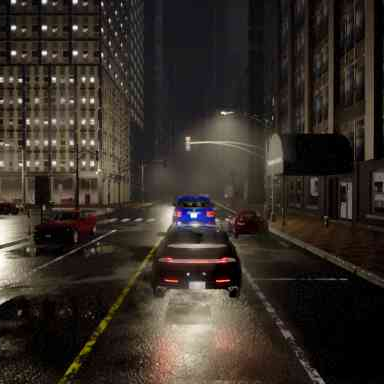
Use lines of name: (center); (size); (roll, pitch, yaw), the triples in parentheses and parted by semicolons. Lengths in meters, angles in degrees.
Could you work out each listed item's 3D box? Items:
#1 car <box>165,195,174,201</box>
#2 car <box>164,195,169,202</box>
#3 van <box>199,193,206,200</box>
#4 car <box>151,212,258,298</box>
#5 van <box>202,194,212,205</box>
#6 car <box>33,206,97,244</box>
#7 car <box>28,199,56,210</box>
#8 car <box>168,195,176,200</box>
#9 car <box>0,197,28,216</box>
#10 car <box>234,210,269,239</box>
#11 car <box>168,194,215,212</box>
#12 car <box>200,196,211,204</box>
car: (-5.676, 1.538, 83.481); (1.947, 1.339, 4.313); (0, 0, 0)
car: (-5.677, 1.521, 77.784); (1.887, 1.381, 4.507); (0, 0, 0)
van: (2.705, 1.309, 89.175); (1.690, 1.788, 3.998); (0, 0, 0)
car: (0.101, 1.490, 8.498); (2.128, 1.511, 4.902); (0, 0, 0)
van: (2.698, 1.326, 60.691); (1.690, 1.788, 3.998); (0, 0, 0)
car: (-5.822, 1.542, 15.724); (1.887, 1.381, 4.507); (0, 0, 0)
car: (-18.514, 1.497, 39.448); (4.403, 1.369, 2.008); (0, 0, 1)
car: (-5.673, 1.529, 94.874); (1.947, 1.339, 4.313); (0, 0, 0)
car: (-18.602, 1.306, 31.066); (5.009, 1.841, 2.192); (0, 0, 1)
car: (2.818, 1.579, 17.098); (1.802, 1.307, 4.206); (0, 0, 0)
car: (0.093, 1.218, 18.417); (2.150, 2.045, 5.566); (0, 0, 0)
car: (2.700, 1.533, 66.388); (2.008, 1.369, 4.403); (0, 0, 0)
